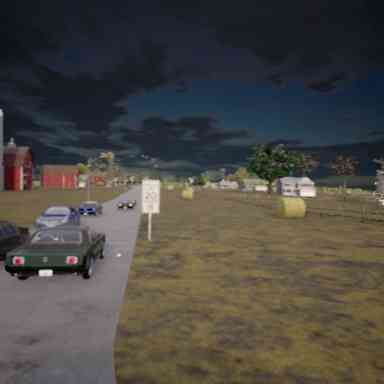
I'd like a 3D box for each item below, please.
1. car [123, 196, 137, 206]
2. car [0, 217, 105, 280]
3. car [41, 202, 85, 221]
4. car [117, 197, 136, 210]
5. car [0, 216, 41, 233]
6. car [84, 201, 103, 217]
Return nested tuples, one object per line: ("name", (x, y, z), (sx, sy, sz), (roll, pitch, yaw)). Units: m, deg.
("car", (-9.478, 1.397, 50.811), (1.895, 1.301, 4.718), (1, 1, -8))
("car", (-3.801, 1.682, 10.176), (1.895, 1.301, 4.718), (1, -1, -8))
("car", (-8.117, 1.590, 20.480), (1.812, 1.442, 4.674), (1, 0, -8))
("car", (-8.048, 1.520, 40.971), (1.895, 1.301, 4.718), (1, 1, -8))
("car", (-6.691, 1.576, 10.284), (2.033, 1.411, 5.357), (1, -1, -8))
("car", (-9.627, 1.576, 31.336), (1.895, 1.301, 4.718), (1, 1, -8))
